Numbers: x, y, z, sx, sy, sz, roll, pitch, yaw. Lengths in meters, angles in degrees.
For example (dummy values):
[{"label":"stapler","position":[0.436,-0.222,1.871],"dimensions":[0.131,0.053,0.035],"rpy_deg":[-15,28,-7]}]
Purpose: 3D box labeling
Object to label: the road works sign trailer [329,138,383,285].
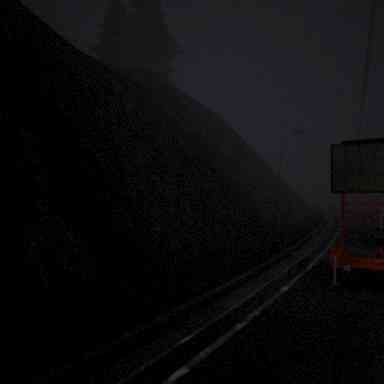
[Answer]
[{"label":"road works sign trailer","position":[4.933,0.413,8.659],"dimensions":[2.380,3.560,2.880],"rpy_deg":[0,0,29]}]
